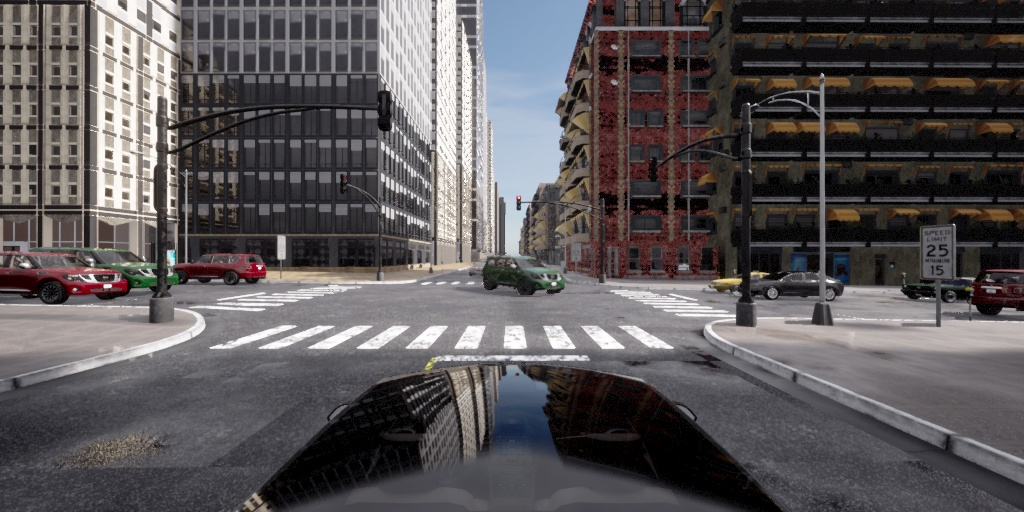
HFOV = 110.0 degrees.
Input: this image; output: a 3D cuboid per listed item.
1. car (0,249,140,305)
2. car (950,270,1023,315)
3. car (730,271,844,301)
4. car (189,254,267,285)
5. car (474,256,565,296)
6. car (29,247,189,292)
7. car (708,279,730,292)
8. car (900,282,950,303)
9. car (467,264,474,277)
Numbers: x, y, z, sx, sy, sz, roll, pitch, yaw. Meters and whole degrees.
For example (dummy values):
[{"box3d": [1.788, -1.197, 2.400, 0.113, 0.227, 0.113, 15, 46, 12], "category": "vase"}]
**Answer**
[{"box3d": [-17.567, 0.757, 13.307, 5.009, 1.841, 2.192, 0, 0, 0], "category": "car"}, {"box3d": [20.607, 1.461, 13.646, 5.009, 1.841, 2.192, 0, 0, 0], "category": "car"}, {"box3d": [14.926, 1.562, 19.328, 4.892, 1.490, 1.837, 1, 0, 2], "category": "car"}, {"box3d": [-17.696, 0.776, 21.686, 5.009, 1.841, 2.192, 0, 0, 0], "category": "car"}, {"box3d": [0.423, 1.014, 20.035, 2.150, 2.045, 5.566, 1, 0, -37], "category": "car"}, {"box3d": [-18.240, 0.658, 15.895, 5.566, 2.045, 2.150, 1, 0, 0], "category": "car"}, {"box3d": [14.645, 1.587, 21.946, 4.829, 1.417, 1.751, 0, 0, 0], "category": "car"}, {"box3d": [24.217, 1.827, 19.432, 4.718, 1.301, 1.895, 1, 0, -1], "category": "car"}, {"box3d": [-3.071, 1.281, 35.008, 1.812, 1.442, 4.674, 0, 0, 0], "category": "car"}]
